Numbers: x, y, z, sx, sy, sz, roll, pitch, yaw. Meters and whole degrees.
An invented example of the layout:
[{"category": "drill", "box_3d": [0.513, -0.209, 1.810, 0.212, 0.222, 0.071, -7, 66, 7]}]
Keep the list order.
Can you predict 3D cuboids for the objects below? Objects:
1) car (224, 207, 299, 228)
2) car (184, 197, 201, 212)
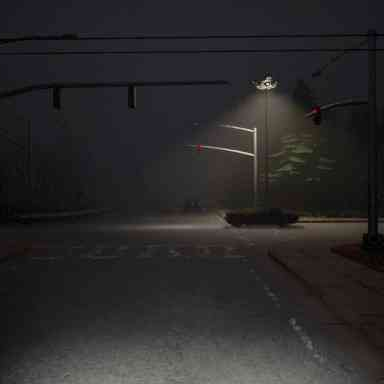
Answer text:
[{"category": "car", "box_3d": [4.523, 1.658, 22.225, 4.718, 1.301, 1.895, 0, 0, 1]}, {"category": "car", "box_3d": [0.057, 1.457, 41.258, 2.097, 1.767, 4.553, 0, 0, 1]}]
